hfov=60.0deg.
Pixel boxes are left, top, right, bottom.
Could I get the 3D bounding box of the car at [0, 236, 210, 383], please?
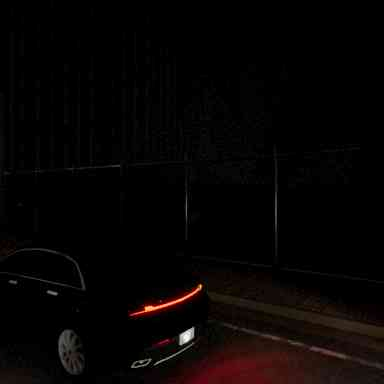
[{"bbox_3d":[-2.027,1.504,5.462,4.892,1.490,1.837,0,0,36],"label":"car"}]
